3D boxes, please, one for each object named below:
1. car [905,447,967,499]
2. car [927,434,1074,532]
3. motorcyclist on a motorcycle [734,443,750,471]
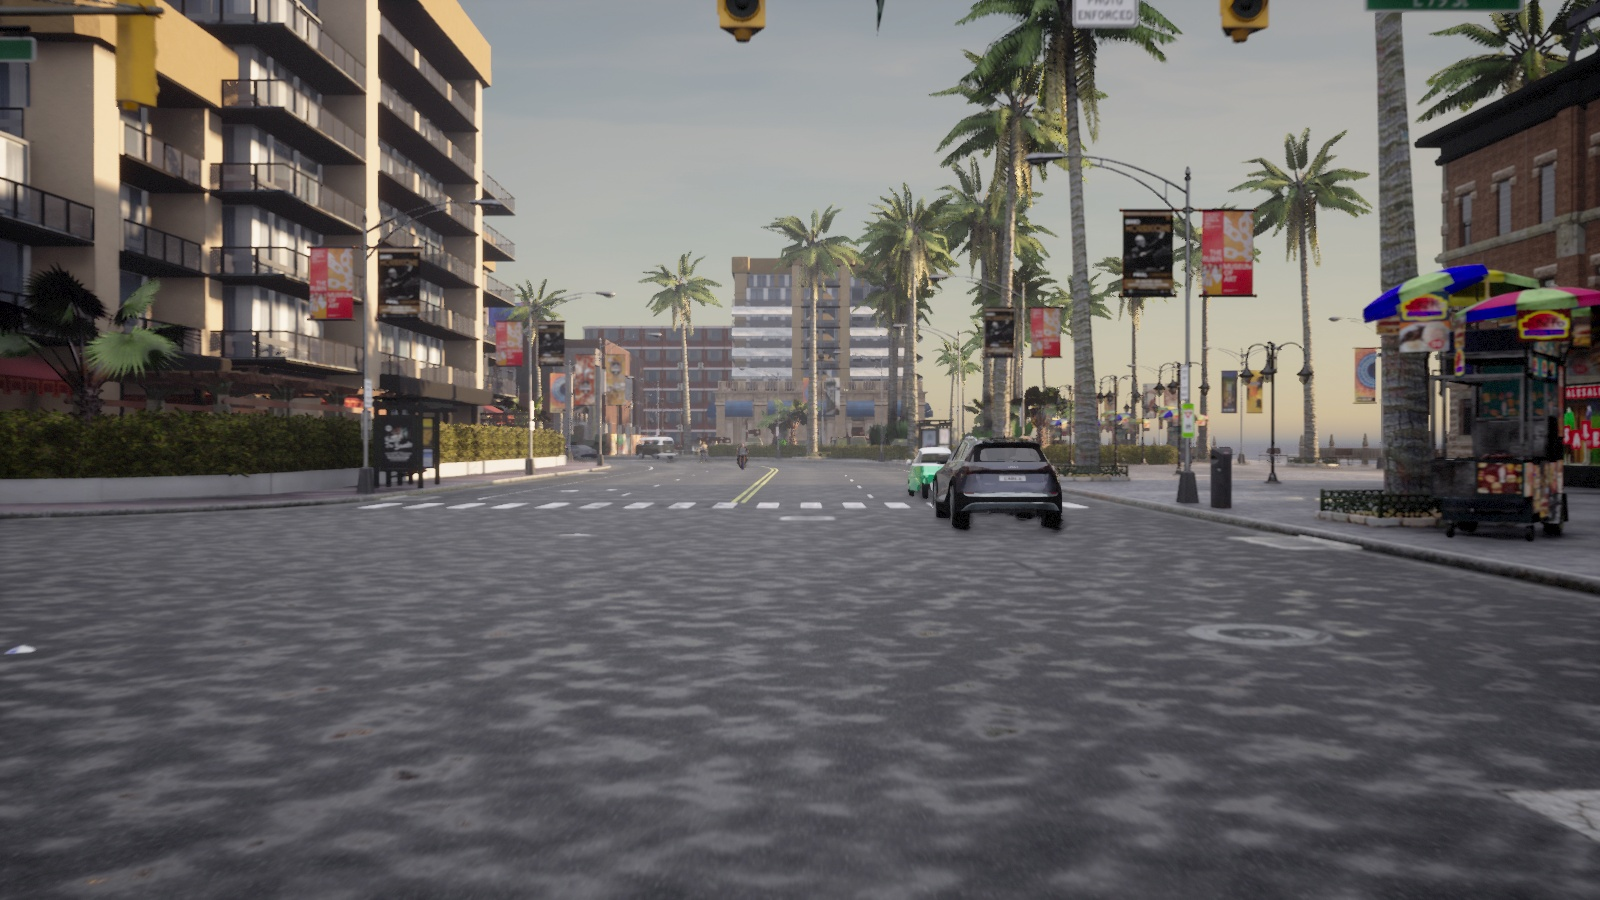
[{"bbox_3d":[3.711,0.610,34.529,1.481,1.376,2.207,0,1,0],"label":"car"},{"bbox_3d":[3.650,0.546,23.744,2.033,1.649,4.856,0,0,0],"label":"car"},{"bbox_3d":[-3.269,0.378,71.045,0.866,1.530,2.191,0,0,-4],"label":"motorcyclist on a motorcycle"}]
